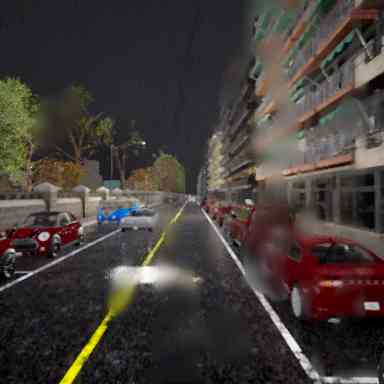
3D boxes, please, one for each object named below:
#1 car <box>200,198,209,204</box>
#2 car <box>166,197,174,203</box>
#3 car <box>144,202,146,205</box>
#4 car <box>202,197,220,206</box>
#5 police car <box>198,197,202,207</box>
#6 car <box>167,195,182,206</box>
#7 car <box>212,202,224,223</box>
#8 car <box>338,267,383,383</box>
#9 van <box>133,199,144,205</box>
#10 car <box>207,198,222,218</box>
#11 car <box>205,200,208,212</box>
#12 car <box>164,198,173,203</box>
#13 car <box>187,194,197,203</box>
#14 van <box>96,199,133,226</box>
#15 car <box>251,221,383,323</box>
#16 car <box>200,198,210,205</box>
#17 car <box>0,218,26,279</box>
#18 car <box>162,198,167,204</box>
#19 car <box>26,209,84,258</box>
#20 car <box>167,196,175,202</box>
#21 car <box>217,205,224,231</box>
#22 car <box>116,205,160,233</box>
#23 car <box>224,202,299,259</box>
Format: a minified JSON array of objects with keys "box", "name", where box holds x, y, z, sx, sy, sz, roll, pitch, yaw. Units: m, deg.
[{"box":[2.713,1.987,74.778,1.887,1.381,4.507,0,0,0],"name":"car"},{"box":[-5.664,2.062,86.040,1.887,1.381,4.507,0,0,0],"name":"car"},{"box":[-5.678,1.742,35.368,2.008,1.369,4.403,0,0,0],"name":"car"},{"box":[2.704,1.541,40.997,2.192,1.841,5.009,0,0,0],"name":"car"},{"box":[2.383,1.752,56.817,1.930,1.638,5.238,0,0,0],"name":"police car"},{"box":[-3.008,1.712,62.025,2.097,1.767,4.553,0,0,1],"name":"car"},{"box":[2.699,1.670,24.107,1.887,1.381,4.507,0,0,0],"name":"car"},{"box":[2.693,1.559,1.586,2.008,1.369,4.403,0,0,0],"name":"car"},{"box":[-5.679,1.499,29.739,1.690,1.788,3.998,0,0,0],"name":"van"},{"box":[2.701,1.598,29.736,1.967,1.590,4.097,0,0,0],"name":"car"},{"box":[2.702,1.773,35.367,1.802,1.307,4.206,0,0,0],"name":"car"},{"box":[-5.666,2.061,80.412,1.802,1.307,4.206,0,0,0],"name":"car"},{"box":[0.024,1.790,76.075,1.812,1.442,4.674,0,0,0],"name":"car"},{"box":[-5.681,1.467,24.110,1.690,1.788,3.998,0,0,0],"name":"van"},{"box":[2.695,1.581,7.216,1.887,1.381,4.507,0,0,0],"name":"car"},{"box":[2.711,1.957,69.148,2.008,1.369,4.403,0,0,0],"name":"car"},{"box":[-5.686,1.477,7.220,1.967,1.590,4.097,0,0,0],"name":"car"},{"box":[-5.667,2.008,74.781,1.947,1.339,4.313,0,0,0],"name":"car"},{"box":[-5.684,1.505,12.849,1.967,1.590,4.097,0,0,0],"name":"car"},{"box":[-5.662,2.000,91.669,1.967,1.590,4.097,0,0,0],"name":"car"},{"box":[2.697,1.645,18.477,2.008,1.369,4.403,0,0,0],"name":"car"},{"box":[-3.094,1.707,20.534,1.895,1.301,4.718,0,0,0],"name":"car"},{"box":[2.697,1.380,12.847,2.192,1.841,5.009,0,0,0],"name":"car"}]
